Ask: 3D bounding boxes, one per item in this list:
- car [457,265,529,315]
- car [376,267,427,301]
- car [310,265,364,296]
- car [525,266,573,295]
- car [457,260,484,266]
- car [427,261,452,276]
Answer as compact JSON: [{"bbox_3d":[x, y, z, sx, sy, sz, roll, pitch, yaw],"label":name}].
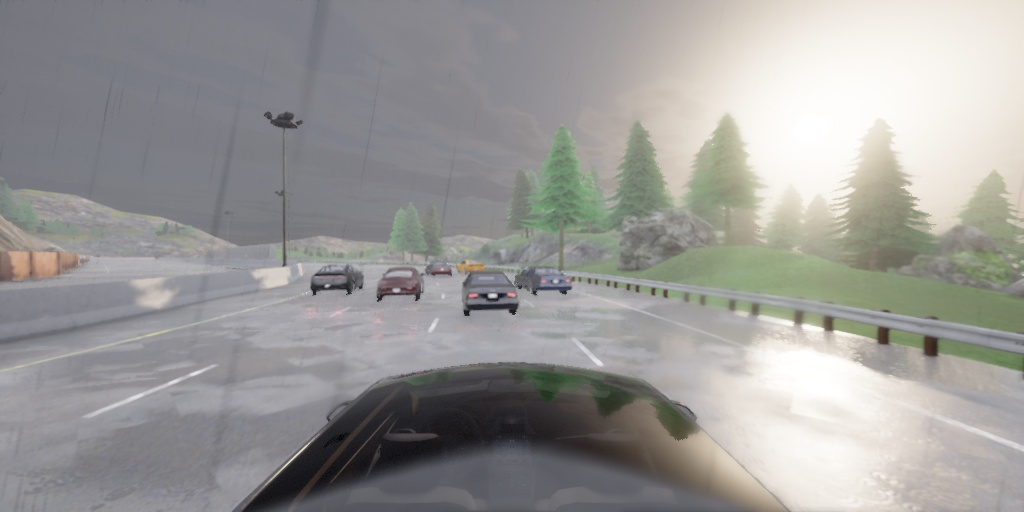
[{"bbox_3d":[-0.959,1.257,13.443,2.033,1.411,5.357,0,0,-8],"label":"car"},{"bbox_3d":[-5.205,1.234,17.044,1.812,1.442,4.674,0,0,-11],"label":"car"},{"bbox_3d":[-9.253,1.204,19.297,2.128,1.511,4.902,0,0,-13],"label":"car"},{"bbox_3d":[1.534,1.229,19.279,2.033,1.411,5.357,0,0,-12],"label":"car"},{"bbox_3d":[-4.374,1.109,37.307,1.882,1.535,5.008,0,1,-23],"label":"car"},{"bbox_3d":[-7.277,1.211,35.279,1.994,1.385,4.181,0,0,-23],"label":"car"}]
